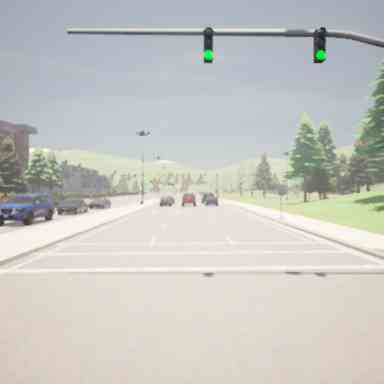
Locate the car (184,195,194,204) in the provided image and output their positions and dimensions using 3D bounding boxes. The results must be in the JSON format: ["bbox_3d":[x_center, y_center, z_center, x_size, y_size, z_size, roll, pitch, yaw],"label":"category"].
[{"bbox_3d":[-0.589,1.363,61.459,1.837,1.490,4.892,0,0,-1],"label":"car"}]

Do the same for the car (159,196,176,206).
[{"bbox_3d":[-3.953,1.431,50.796,2.033,1.411,5.357,0,0,-1],"label":"car"}]

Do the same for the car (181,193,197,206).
[{"bbox_3d":[-0.454,1.104,50.905,2.150,2.045,5.566,0,0,-1],"label":"car"}]

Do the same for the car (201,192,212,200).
[{"bbox_3d":[2.910,1.079,61.544,2.150,2.045,5.566,0,0,-1],"label":"car"}]

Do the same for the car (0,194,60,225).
[{"bbox_3d":[-11.710,1.168,23.636,2.150,2.045,5.566,0,0,-1],"label":"car"}]

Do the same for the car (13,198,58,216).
[{"bbox_3d":[-15.312,1.417,32.869,2.128,1.511,4.902,0,0,-1],"label":"car"}]

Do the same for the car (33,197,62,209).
[{"bbox_3d":[-18.874,1.405,43.706,1.837,1.490,4.892,0,0,0],"label":"car"}]

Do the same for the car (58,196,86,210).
[{"bbox_3d":[-15.379,1.380,42.924,1.882,1.535,5.008,0,0,0],"label":"car"}]

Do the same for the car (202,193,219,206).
[{"bbox_3d":[3.041,1.386,51.321,1.837,1.490,4.892,0,0,-1],"label":"car"}]

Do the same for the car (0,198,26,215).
[{"bbox_3d":[-18.813,1.402,33.272,1.882,1.535,5.008,0,0,-1],"label":"car"}]

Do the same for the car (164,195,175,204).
[{"bbox_3d":[-4.088,1.385,61.414,1.812,1.442,4.674,0,0,-1],"label":"car"}]

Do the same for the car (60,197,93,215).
[{"bbox_3d":[-11.816,1.429,33.317,1.837,1.490,4.892,0,0,-1],"label":"car"}]

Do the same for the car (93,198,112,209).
[{"bbox_3d":[-11.889,1.448,43.612,2.033,1.411,5.357,0,0,0],"label":"car"}]
